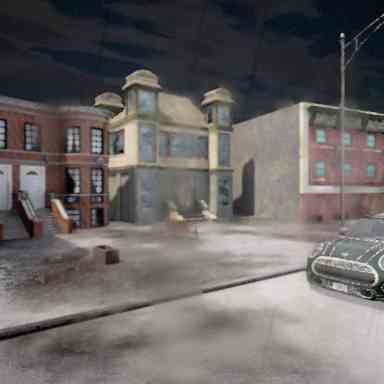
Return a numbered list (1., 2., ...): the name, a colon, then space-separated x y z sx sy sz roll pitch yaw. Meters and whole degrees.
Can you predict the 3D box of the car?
1. car: 4.827 1.326 8.039 4.553 1.767 2.097 0 0 -35
